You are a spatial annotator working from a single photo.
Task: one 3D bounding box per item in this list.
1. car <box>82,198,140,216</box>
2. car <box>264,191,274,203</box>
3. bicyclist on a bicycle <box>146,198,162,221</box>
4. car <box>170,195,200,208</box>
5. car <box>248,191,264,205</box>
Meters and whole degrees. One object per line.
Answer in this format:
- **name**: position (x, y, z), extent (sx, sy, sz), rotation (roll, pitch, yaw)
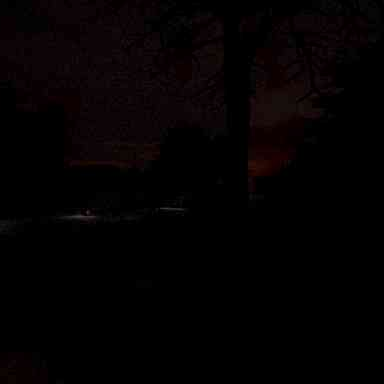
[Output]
- **car**: position (-7.024, 1.246, 29.449), extent (2.033, 1.411, 5.357), rotation (2, 2, 35)
- **car**: position (13.143, 0.943, 58.881), extent (2.150, 2.045, 5.566), rotation (1, 0, 22)
- **bicyclist on a bicycle**: position (-2.791, 1.285, 24.299), extent (1.656, 1.620, 0.582), rotation (0, 0, 36)
- **car**: position (-0.694, 1.088, 39.130), extent (1.812, 1.442, 4.674), rotation (1, 1, 31)
- **car**: position (8.443, 0.834, 48.937), extent (2.150, 2.045, 5.566), rotation (1, 0, 27)
